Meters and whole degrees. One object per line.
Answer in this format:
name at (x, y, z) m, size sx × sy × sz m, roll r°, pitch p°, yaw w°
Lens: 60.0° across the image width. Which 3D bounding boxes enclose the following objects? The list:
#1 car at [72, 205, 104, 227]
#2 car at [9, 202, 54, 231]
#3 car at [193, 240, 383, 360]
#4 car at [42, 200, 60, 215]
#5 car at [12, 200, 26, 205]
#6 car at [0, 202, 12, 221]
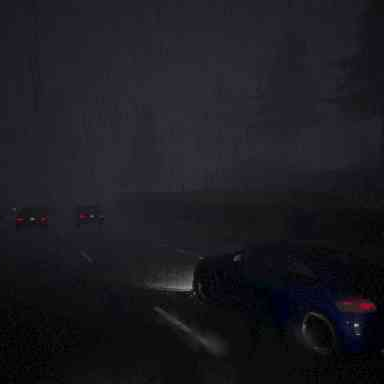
car at (-7.595, 1.662, 24.216) m, size 2.033 × 1.411 × 5.357 m, roll 0°, pitch 0°, yaw -23°
car at (-10.313, 1.646, 21.670) m, size 2.033 × 1.411 × 5.357 m, roll 0°, pitch 0°, yaw -23°
car at (1.767, 1.598, 6.229) m, size 1.994 × 1.385 × 4.181 m, roll 0°, pitch 0°, yaw -32°
car at (-15.718, 1.645, 36.608) m, size 1.882 × 1.535 × 5.008 m, roll 0°, pitch 0°, yaw -17°
car at (-19.759, 1.696, 38.042) m, size 1.812 × 1.442 × 4.674 m, roll 0°, pitch 0°, yaw -16°
car at (-15.587, 1.604, 25.508) m, size 2.128 × 1.511 × 4.902 m, roll 0°, pitch 0°, yaw -21°
